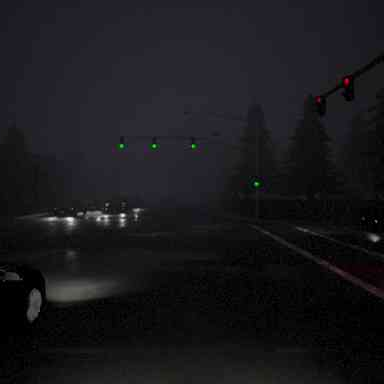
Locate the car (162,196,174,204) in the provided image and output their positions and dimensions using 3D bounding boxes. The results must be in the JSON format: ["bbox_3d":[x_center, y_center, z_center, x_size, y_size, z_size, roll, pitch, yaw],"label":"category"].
[{"bbox_3d":[-4.163,1.385,58.238,1.994,1.385,4.181,0,0,-1],"label":"car"}]

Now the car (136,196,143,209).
[{"bbox_3d":[-7.649,1.358,43.736,1.837,1.490,4.892,0,0,-1],"label":"car"}]

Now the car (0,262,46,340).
[{"bbox_3d":[-3.477,1.485,3.966,1.837,1.490,4.892,0,1,-1],"label":"car"}]

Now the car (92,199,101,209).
[{"bbox_3d":[-11.114,1.456,39.594,1.895,1.301,4.718,0,0,-1],"label":"car"}]

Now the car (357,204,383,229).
[{"bbox_3d":[12.829,1.201,19.582,5.566,2.045,2.150,0,0,-1],"label":"car"}]

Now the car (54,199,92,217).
[{"bbox_3d":[-11.006,1.407,30.495,1.812,1.442,4.674,0,0,-1],"label":"car"}]

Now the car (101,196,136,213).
[{"bbox_3d":[-7.556,1.231,34.595,2.097,1.767,4.553,0,0,-1],"label":"car"}]
